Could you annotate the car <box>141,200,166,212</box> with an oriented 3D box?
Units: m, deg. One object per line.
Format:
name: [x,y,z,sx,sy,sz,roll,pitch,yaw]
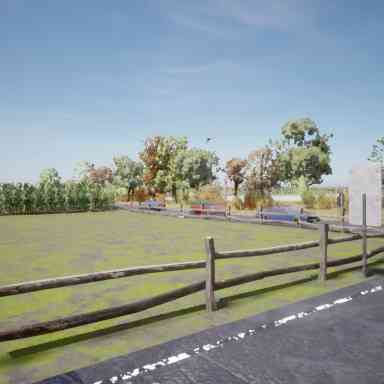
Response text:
car: [-5.990,2.120,48.145,2.033,1.411,5.357,-1,0,-24]

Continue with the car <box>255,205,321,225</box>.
car: [7.506,1.783,26.676,2.033,1.411,5.357,-1,0,-35]

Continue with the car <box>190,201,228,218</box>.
car: [1.742,1.730,35.072,2.097,1.767,4.553,-1,-1,-33]

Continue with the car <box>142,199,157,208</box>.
car: [-8.260,2.224,64.390,2.128,1.511,4.902,0,0,-16]

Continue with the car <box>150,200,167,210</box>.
car: [-5.585,2.149,55.117,1.812,1.442,4.674,-1,-1,-17]
